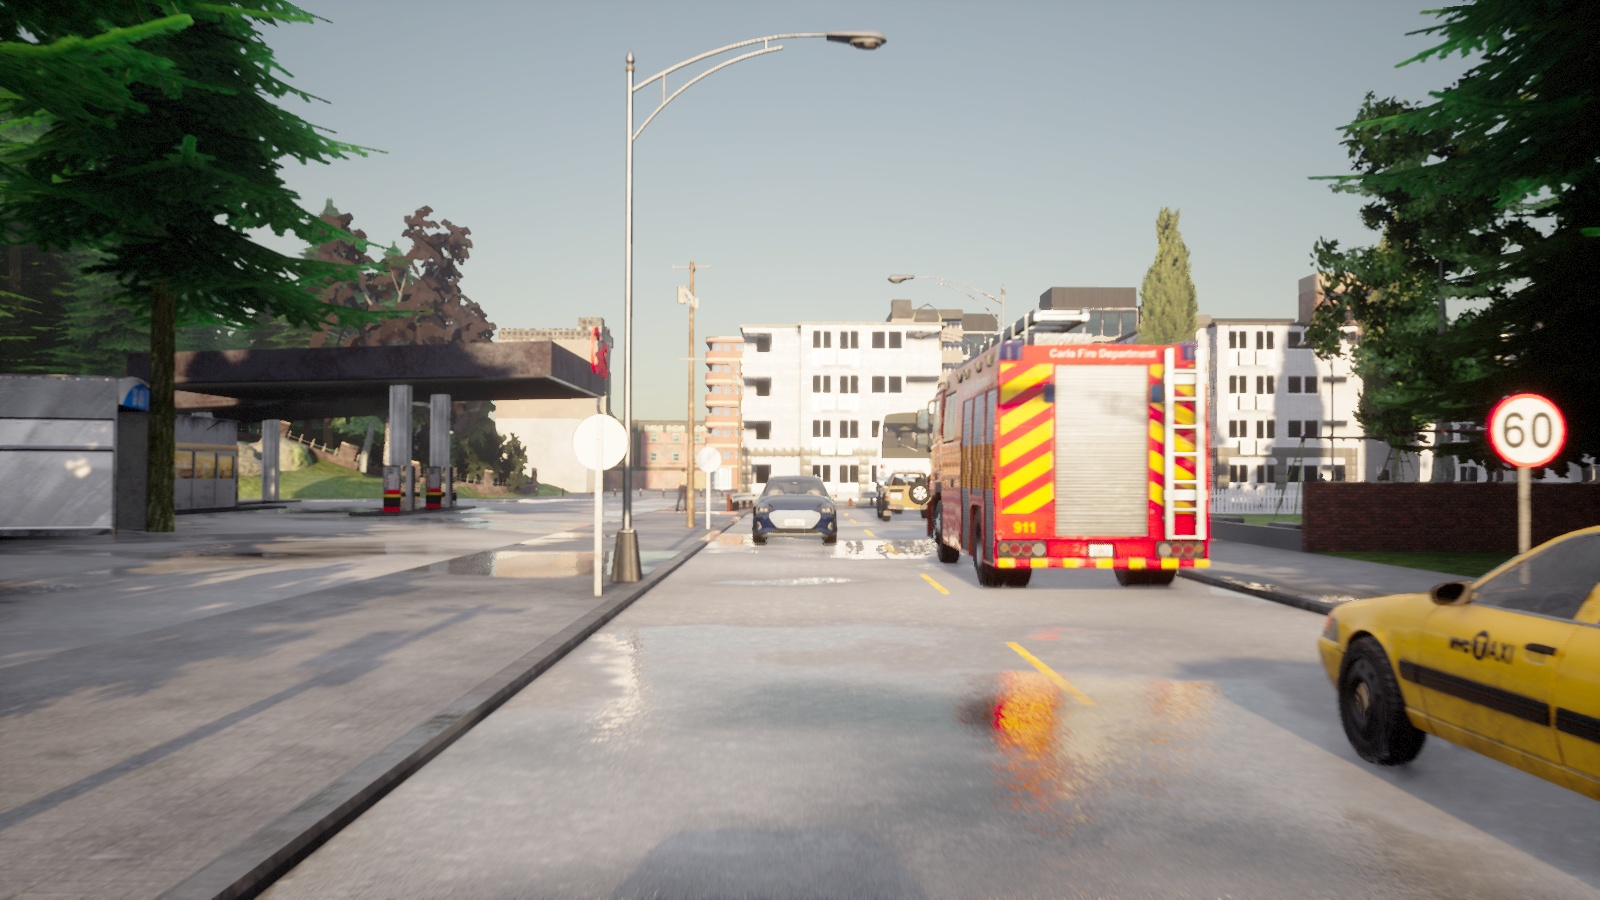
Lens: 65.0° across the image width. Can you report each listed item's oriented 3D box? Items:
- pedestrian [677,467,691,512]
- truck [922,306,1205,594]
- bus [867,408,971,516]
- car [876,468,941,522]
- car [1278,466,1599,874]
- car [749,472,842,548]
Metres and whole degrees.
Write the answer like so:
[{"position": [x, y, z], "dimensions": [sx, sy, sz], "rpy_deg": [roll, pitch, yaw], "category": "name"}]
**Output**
[{"position": [-4.764, 1.634, 51.693], "dimensions": [0.345, 1.836, 0.594], "rpy_deg": [-1, -1, 22], "category": "pedestrian"}, {"position": [3.920, 0.084, 20.972], "dimensions": [2.891, 3.827, 8.468], "rpy_deg": [0, -1, 0], "category": "truck"}, {"position": [5.397, 0.592, 54.982], "dimensions": [3.944, 4.253, 10.273], "rpy_deg": [0, -1, 9], "category": "bus"}, {"position": [3.830, 1.578, 45.224], "dimensions": [1.932, 1.855, 4.605], "rpy_deg": [0, -1, 0], "category": "car"}, {"position": [3.985, 0.858, 5.370], "dimensions": [1.801, 1.575, 5.366], "rpy_deg": [0, -1, 0], "category": "car"}, {"position": [-0.110, 1.384, 29.878], "dimensions": [2.033, 1.649, 4.856], "rpy_deg": [0, -2, 0], "category": "car"}]
